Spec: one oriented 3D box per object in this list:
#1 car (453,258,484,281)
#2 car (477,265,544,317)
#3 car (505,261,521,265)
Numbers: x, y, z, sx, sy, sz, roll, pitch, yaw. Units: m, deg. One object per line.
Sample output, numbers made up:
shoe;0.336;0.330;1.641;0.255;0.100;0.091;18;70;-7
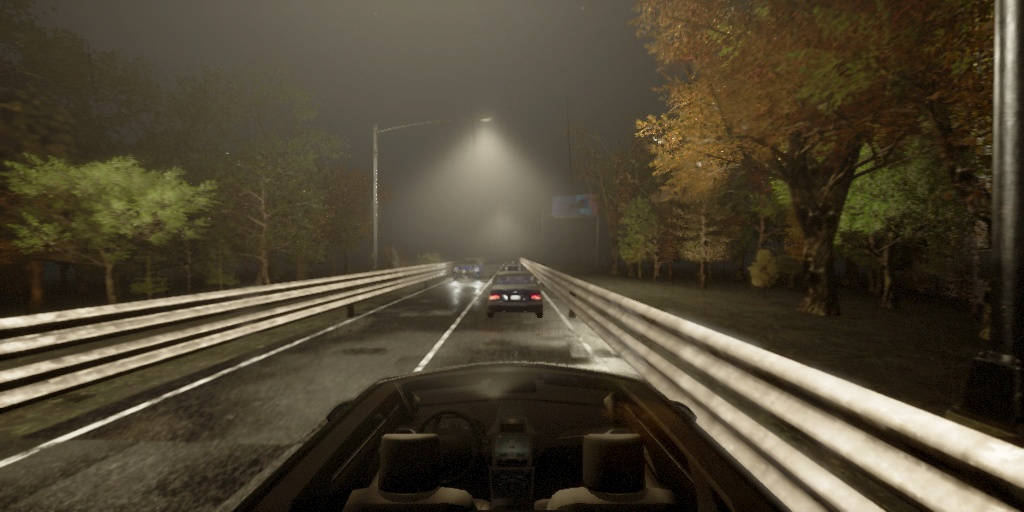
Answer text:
car;-3.351;0.966;28.353;2.097;1.767;4.553;0;0;0
car;0.100;1.240;12.928;2.033;1.411;5.357;0;0;0
car;0.090;1.180;35.226;1.895;1.301;4.718;0;0;0
